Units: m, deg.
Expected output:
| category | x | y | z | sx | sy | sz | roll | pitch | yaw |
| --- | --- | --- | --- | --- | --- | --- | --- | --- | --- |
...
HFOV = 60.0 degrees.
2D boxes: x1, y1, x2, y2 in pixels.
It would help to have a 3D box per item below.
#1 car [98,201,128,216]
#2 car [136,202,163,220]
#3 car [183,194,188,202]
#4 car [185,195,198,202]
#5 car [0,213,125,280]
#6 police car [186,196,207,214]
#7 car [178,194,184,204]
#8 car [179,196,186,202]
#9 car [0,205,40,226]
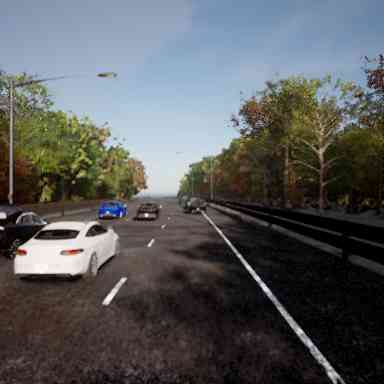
| category | x | y | z | sx | sy | sz | roll | pitch | yaw |
| --- | --- | --- | --- | --- | --- | --- | --- | --- | --- |
| car | -7.240 | 1.599 | 30.853 | 1.882 | 1.535 | 5.008 | 0 | 0 | -1 |
| car | -3.707 | 1.617 | 29.222 | 1.837 | 1.490 | 4.892 | 0 | 0 | -1 |
| car | 0.088 | 1.474 | 53.406 | 2.150 | 2.045 | 5.566 | 0 | 0 | -2 |
| car | 0.286 | 1.667 | 47.530 | 1.801 | 1.575 | 5.366 | 0 | 0 | -2 |
| car | -3.446 | 1.560 | 9.897 | 1.812 | 1.442 | 4.674 | 0 | 0 | 0 |
| police car | 0.572 | 1.578 | 37.388 | 1.930 | 1.638 | 5.238 | 0 | 0 | -1 |
| car | -1.715 | 1.452 | 72.088 | 2.150 | 2.045 | 5.566 | 0 | 0 | -3 |
| car | -2.692 | 1.859 | 90.373 | 1.812 | 1.442 | 4.674 | 0 | -1 | -4 |
| car | -6.763 | 1.314 | 12.512 | 2.128 | 1.511 | 4.902 | 13 | -5 | -2 |
